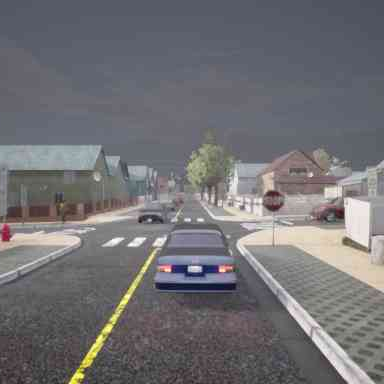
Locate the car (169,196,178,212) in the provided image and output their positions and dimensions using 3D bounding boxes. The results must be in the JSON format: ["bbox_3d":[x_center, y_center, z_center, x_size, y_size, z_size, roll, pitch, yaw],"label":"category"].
[{"bbox_3d":[-2.890,1.527,38.278,1.812,1.442,4.674,0,0,0],"label":"car"}]

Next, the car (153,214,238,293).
[{"bbox_3d":[0.118,1.550,8.992,2.033,1.411,5.357,0,0,1],"label":"car"}]

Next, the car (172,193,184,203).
[{"bbox_3d":[-2.853,1.215,64.028,2.150,2.045,5.566,0,0,6],"label":"car"}]

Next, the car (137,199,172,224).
[{"bbox_3d":[-2.899,1.556,25.433,2.033,1.411,5.357,0,0,0],"label":"car"}]

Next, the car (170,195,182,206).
[{"bbox_3d":[-2.923,1.600,50.897,1.895,1.301,4.718,0,0,0],"label":"car"}]

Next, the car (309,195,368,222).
[{"bbox_3d":[10.326,1.066,22.487,4.553,1.767,2.097,-2,-1,-1],"label":"car"}]

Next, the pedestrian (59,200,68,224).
[{"bbox_3d":[-9.738,1.462,25.242,0.375,1.860,0.375,0,0,0],"label":"pedestrian"}]
